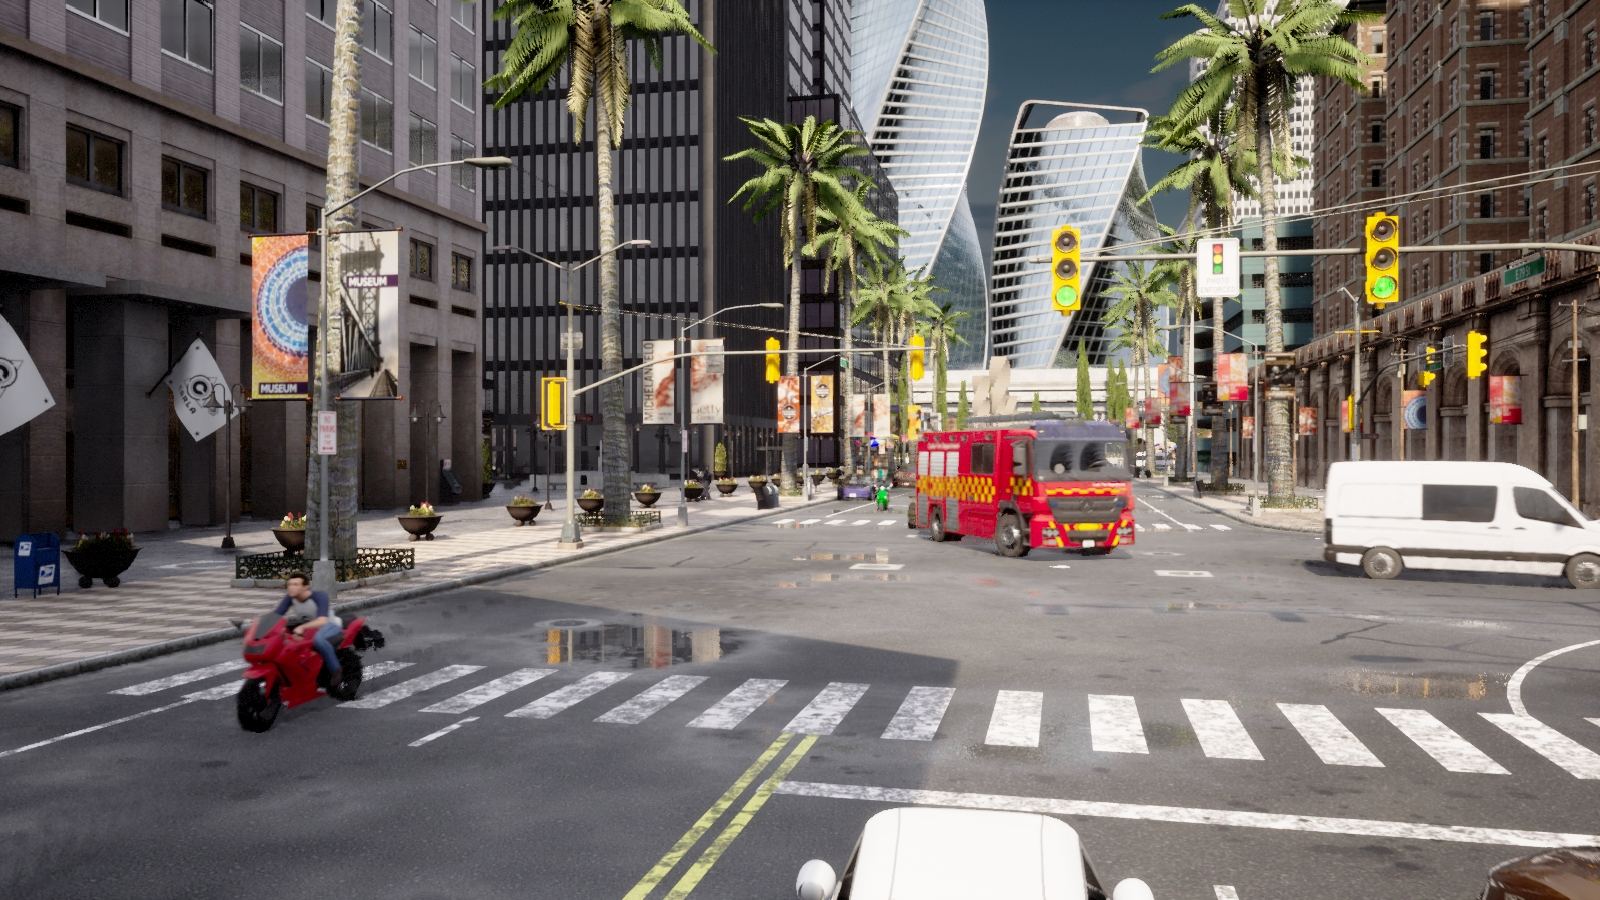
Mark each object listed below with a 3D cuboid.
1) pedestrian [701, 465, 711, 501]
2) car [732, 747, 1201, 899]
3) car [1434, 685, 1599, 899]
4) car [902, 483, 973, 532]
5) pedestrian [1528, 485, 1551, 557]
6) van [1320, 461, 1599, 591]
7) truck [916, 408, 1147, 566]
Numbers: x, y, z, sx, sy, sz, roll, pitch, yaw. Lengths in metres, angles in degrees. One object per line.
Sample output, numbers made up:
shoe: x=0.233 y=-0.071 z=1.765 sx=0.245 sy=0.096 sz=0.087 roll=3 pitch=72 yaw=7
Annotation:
pedestrian: x=-4.854 y=1.696 z=58.776 sx=0.375 sy=1.860 sz=0.375 roll=0 pitch=0 yaw=-35
car: x=0.630 y=2.119 z=4.255 sx=1.481 sy=1.376 sz=2.207 roll=0 pitch=1 yaw=9
car: x=3.844 y=1.992 z=3.013 sx=2.152 sy=1.651 sz=5.027 roll=0 pitch=0 yaw=8
car: x=5.086 y=2.034 z=41.780 sx=2.097 sy=1.535 sz=5.006 roll=0 pitch=0 yaw=13
pedestrian: x=19.419 y=1.849 z=29.996 sx=0.375 sy=1.860 sz=0.375 roll=0 pitch=0 yaw=9
van: x=14.552 y=1.535 z=24.643 sx=5.915 sy=2.561 sz=1.988 roll=0 pitch=0 yaw=30
truck: x=6.123 y=0.891 z=32.102 sx=2.891 sy=3.827 sz=8.468 roll=0 pitch=0 yaw=-15
